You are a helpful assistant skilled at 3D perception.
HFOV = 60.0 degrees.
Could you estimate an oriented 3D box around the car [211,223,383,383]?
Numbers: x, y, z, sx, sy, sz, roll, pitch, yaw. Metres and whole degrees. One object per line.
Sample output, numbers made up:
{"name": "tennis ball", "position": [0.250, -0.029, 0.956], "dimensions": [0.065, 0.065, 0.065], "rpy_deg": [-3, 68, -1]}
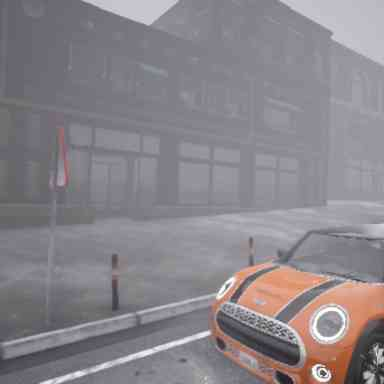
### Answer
{"name": "car", "position": [2.475, 1.338, 5.140], "dimensions": [4.553, 1.767, 2.097], "rpy_deg": [0, 0, -35]}
